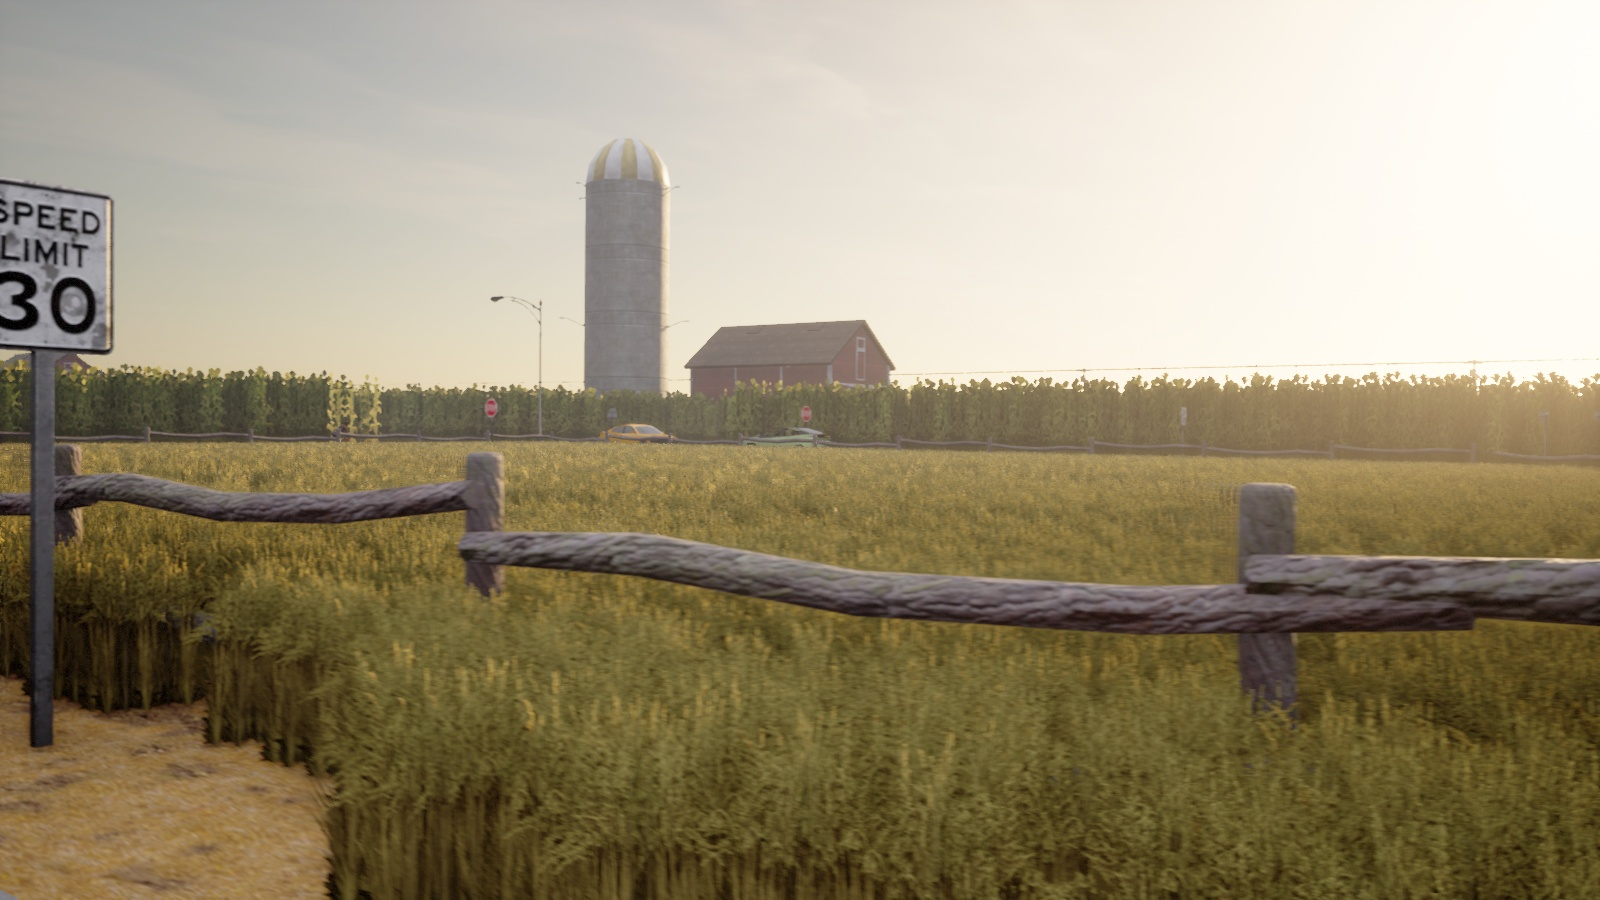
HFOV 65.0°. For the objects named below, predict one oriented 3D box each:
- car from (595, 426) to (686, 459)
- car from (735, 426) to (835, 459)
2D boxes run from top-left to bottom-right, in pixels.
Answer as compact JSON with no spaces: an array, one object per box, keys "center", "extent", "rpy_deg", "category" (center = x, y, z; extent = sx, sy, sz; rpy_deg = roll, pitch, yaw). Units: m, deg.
[{"center":[-7.945,-0.404,62.327],"extent":[1.882,1.535,5.008],"rpy_deg":[-1,2,-44],"category":"car"},{"center":[-0.732,-0.393,60.451],"extent":[4.514,1.525,2.007],"rpy_deg":[1,1,36],"category":"car"}]
